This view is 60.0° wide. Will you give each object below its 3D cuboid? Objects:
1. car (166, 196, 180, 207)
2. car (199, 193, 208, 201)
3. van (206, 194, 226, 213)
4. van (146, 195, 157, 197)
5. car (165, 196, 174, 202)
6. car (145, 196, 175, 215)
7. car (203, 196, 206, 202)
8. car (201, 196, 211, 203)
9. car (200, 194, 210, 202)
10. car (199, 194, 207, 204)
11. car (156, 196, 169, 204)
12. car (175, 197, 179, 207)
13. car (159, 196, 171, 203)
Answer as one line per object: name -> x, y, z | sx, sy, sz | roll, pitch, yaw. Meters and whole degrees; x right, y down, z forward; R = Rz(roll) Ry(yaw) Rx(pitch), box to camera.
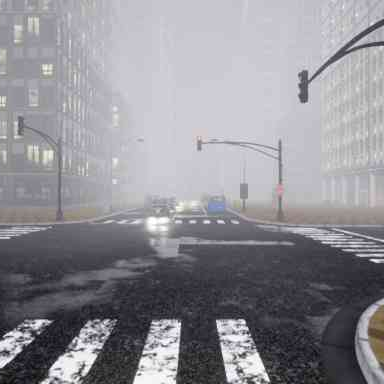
car -> -3.044, 1.477, 53.236 | 1.882, 1.535, 5.008 | 0, 0, 1
car -> 2.922, 1.309, 85.773 | 2.192, 1.841, 5.009 | 0, 0, 0
van -> 2.752, 1.340, 35.923 | 1.690, 1.788, 3.998 | 0, 0, 0
van -> -5.679, 1.340, 47.045 | 1.690, 1.788, 3.998 | 0, 0, 0
car -> -5.491, 1.578, 80.281 | 1.802, 1.307, 4.206 | 0, 0, 0
car -> -3.176, 1.491, 33.311 | 2.128, 1.511, 4.902 | 0, 0, -1
car -> 2.693, 1.544, 41.462 | 1.887, 1.381, 4.507 | 0, 0, 0
car -> 2.826, 1.542, 69.155 | 1.887, 1.381, 4.507 | 0, 0, 0
car -> 2.859, 1.311, 74.695 | 2.192, 1.841, 5.009 | 0, 0, 0
car -> 2.796, 1.313, 63.616 | 2.192, 1.841, 5.009 | 0, 0, 0
car -> -5.585, 1.564, 63.663 | 1.947, 1.339, 4.313 | 0, 0, 0
car -> -3.112, 1.547, 43.096 | 2.033, 1.411, 5.357 | 0, 0, 0
car -> -5.554, 1.548, 69.201 | 2.008, 1.369, 4.403 | 0, 0, 0
